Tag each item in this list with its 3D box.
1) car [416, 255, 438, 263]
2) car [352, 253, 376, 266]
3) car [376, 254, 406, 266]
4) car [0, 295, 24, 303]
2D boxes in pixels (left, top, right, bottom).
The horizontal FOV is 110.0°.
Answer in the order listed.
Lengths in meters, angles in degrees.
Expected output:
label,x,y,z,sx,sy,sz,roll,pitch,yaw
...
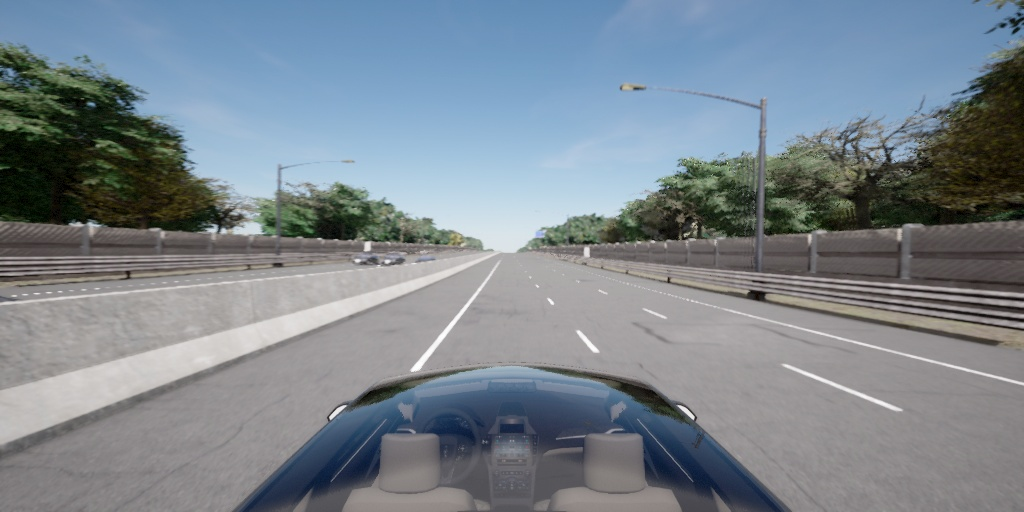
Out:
label,x,y,z,sx,sy,sz,roll,pitch,yaw
car,-10.878,0.544,46.373,2.033,1.411,5.357,1,1,0
car,-17.867,0.370,43.969,2.128,1.511,4.902,1,1,0
car,-14.356,0.456,43.759,2.128,1.511,4.902,1,1,0
car,-10.487,1.076,5.350,1.994,1.385,4.181,1,0,-1
